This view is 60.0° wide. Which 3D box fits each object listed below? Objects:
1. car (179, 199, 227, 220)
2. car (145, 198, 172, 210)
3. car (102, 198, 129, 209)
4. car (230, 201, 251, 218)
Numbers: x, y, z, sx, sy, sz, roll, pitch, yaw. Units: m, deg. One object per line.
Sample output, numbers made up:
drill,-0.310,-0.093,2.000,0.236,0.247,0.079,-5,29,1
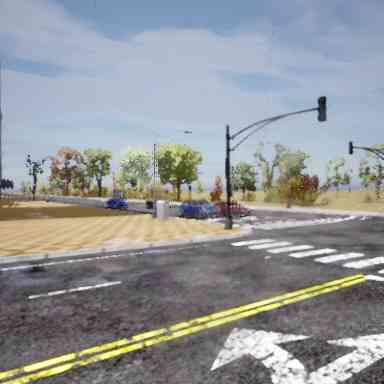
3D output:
car,0.673,1.442,29.895,2.097,1.767,4.553,-1,1,-33
car,-4.467,1.542,43.796,2.128,1.511,4.902,-1,1,-33
car,-10.657,1.585,47.385,1.882,1.535,5.008,-1,1,-33
car,3.512,1.564,31.494,1.812,1.442,4.674,-1,1,-33
